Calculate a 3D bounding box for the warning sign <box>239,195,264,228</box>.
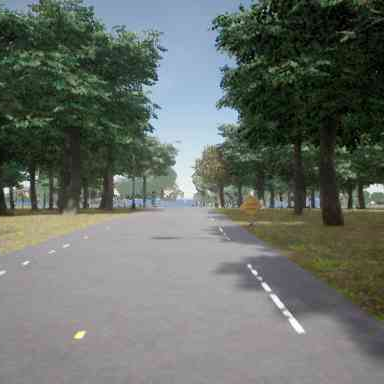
[{"bbox_3d":[3.533,1.140,19.867,1.300,1.860,1.060,-1,-1,0],"label":"warning sign"}]
